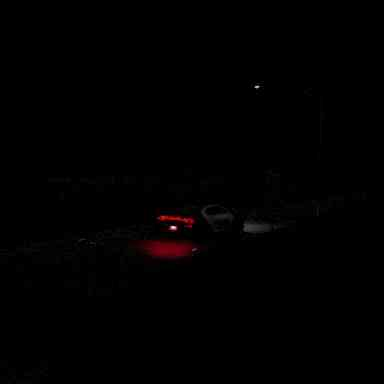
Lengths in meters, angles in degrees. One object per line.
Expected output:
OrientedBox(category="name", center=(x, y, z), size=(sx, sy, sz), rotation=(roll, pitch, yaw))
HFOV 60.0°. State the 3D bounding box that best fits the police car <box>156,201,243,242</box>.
OrientedBox(category="police car", center=(0.637, 1.209, 15.047), size=(2.038, 1.542, 4.974), rotation=(2, 2, 35))
